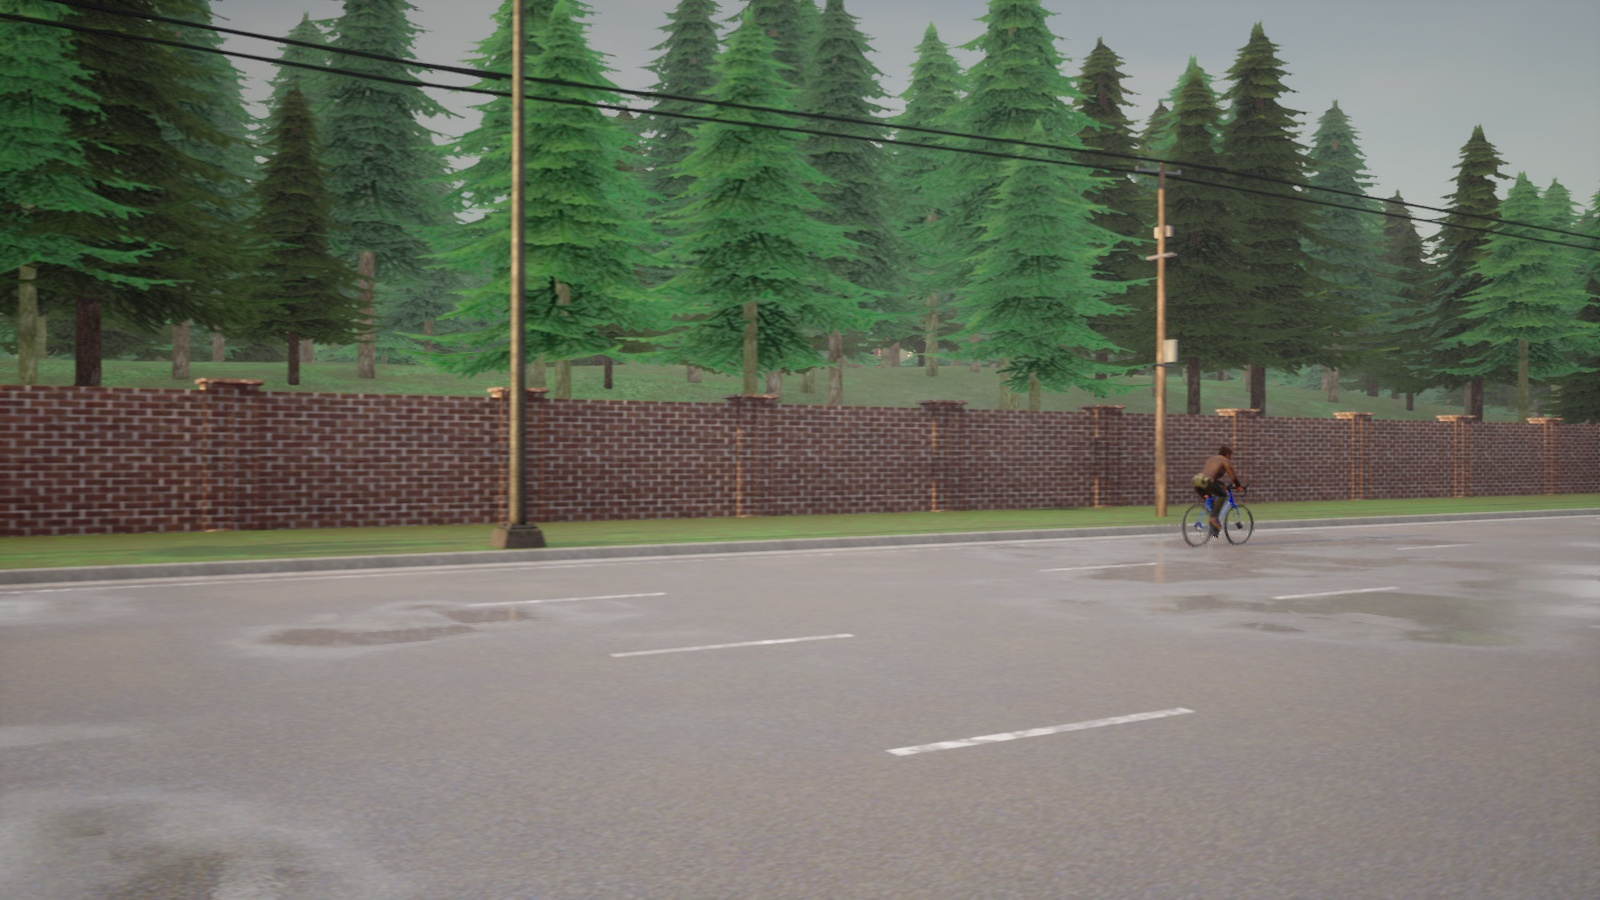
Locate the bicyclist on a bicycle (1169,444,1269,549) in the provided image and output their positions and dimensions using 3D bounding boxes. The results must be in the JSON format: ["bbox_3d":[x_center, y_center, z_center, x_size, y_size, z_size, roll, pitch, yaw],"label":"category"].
[{"bbox_3d":[6.742,0.732,20.174,1.656,1.620,0.582,1,0,-31],"label":"bicyclist on a bicycle"}]
